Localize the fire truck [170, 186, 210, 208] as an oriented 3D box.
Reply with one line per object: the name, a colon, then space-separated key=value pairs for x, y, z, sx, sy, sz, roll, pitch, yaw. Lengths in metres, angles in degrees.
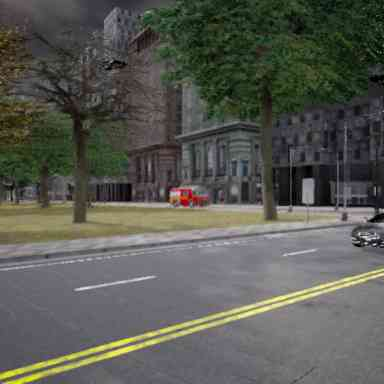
fire truck: x=-0.507 y=0.839 z=58.915 sx=2.891 sy=3.827 sz=8.468 roll=0 pitch=-1 yaw=-35

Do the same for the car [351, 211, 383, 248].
car: x=8.499 y=1.529 z=13.710 sx=4.892 sy=1.490 sz=1.837 roll=1 pitch=-1 yaw=-35
